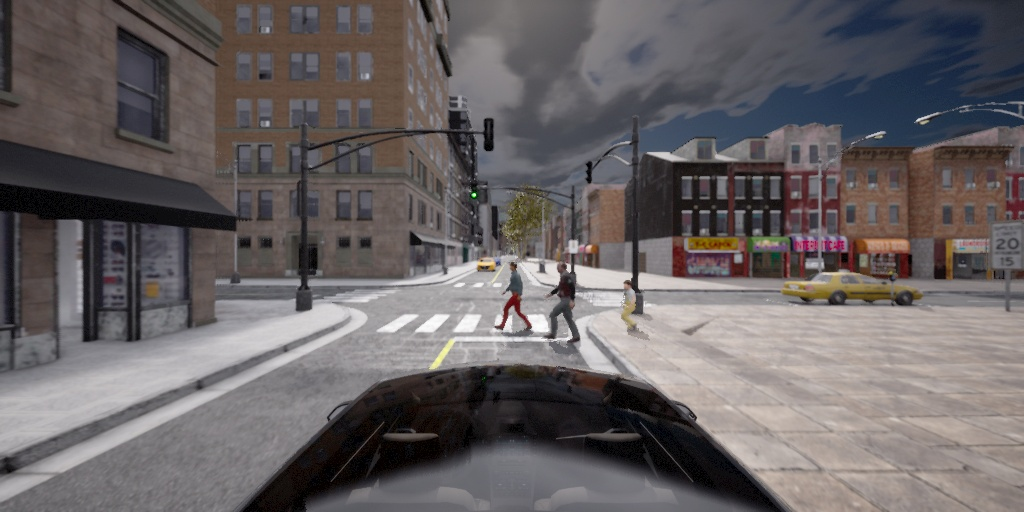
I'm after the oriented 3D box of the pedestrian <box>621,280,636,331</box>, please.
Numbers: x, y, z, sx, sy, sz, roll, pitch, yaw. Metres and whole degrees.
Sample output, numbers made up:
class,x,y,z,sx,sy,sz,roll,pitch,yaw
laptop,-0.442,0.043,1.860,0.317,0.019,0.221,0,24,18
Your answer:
class,x,y,z,sx,sy,sz,roll,pitch,yaw
pedestrian,2.851,1.124,8.555,0.375,1.300,0.375,0,0,0

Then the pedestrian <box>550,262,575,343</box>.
class,x,y,z,sx,sy,sz,roll,pitch,yaw
pedestrian,1.115,1.000,7.955,0.375,1.860,0.375,0,0,0

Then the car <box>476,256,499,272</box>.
class,x,y,z,sx,sy,sz,roll,pitch,yaw
car,-2.831,0.938,39.786,1.882,1.535,5.008,0,0,0

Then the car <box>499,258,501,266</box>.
class,x,y,z,sx,sy,sz,roll,pitch,yaw
car,-2.786,0.801,58.294,1.882,1.535,5.008,0,0,1

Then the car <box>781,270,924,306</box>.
class,x,y,z,sx,sy,sz,roll,pitch,yaw
car,13.887,1.253,14.726,4.829,1.417,1.751,0,0,0

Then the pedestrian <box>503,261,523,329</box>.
class,x,y,z,sx,sy,sz,roll,pitch,yaw
pedestrian,0.025,0.991,9.158,0.375,1.860,0.375,0,0,0
